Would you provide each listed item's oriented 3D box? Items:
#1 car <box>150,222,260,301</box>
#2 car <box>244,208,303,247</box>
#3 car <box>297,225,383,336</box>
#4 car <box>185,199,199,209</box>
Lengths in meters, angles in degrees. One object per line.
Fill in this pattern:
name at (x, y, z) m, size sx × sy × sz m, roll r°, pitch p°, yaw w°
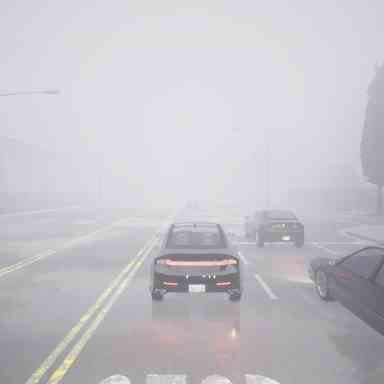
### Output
car at (0.083, 1.492, 8.313) m, size 2.128 × 1.511 × 4.902 m, roll 0°, pitch 0°, yaw 0°
car at (3.568, 1.505, 15.014) m, size 1.837 × 1.490 × 4.892 m, roll 0°, pitch 0°, yaw 0°
car at (3.589, 1.547, 5.267) m, size 2.033 × 1.411 × 5.357 m, roll 0°, pitch 0°, yaw 0°
car at (0.010, 1.601, 44.132) m, size 1.895 × 1.301 × 4.718 m, roll 0°, pitch 0°, yaw 0°
